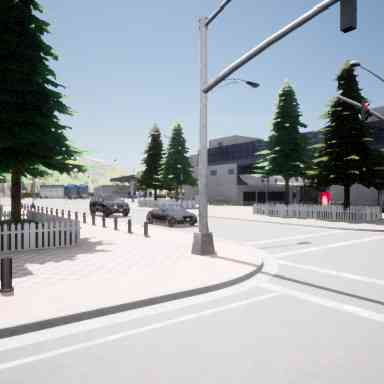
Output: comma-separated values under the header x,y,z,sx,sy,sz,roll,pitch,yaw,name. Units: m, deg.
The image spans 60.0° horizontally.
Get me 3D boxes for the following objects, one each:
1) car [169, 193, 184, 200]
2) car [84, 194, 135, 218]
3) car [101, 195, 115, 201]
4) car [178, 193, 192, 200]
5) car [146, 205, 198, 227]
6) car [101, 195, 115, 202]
x,y,z,sx,sy,sz,roll,pitch,yaw,name
-3.922,1.113,85.982,1.932,1.855,4.605,0,0,-37,car
-7.885,1.237,31.366,2.150,2.045,5.566,0,0,-37,car
-20.958,1.399,82.757,1.970,1.475,3.806,0,0,-37,car
-1.834,1.092,88.044,1.905,1.878,3.866,0,0,-37,car
-1.450,1.579,22.849,1.994,1.385,4.181,0,0,-37,car
-18.931,1.389,75.022,1.845,1.501,3.633,0,0,-37,car
